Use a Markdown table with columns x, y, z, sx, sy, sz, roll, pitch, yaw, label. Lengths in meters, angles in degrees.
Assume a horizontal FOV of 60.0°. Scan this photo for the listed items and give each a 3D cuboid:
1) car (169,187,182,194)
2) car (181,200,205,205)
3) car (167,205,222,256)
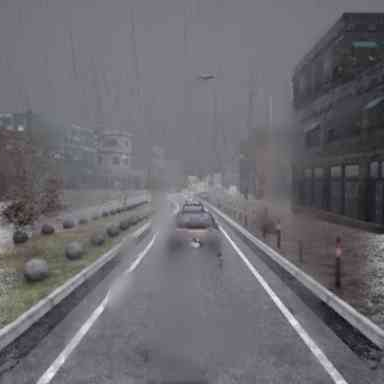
| x | y | z | sx | sy | sz | roll | pitch | yaw | label |
| --- | --- | --- | --- | --- | --- | --- | --- | --- | --- |
| -3.628 | -0.420 | 74.811 | 2.128 | 1.511 | 4.902 | 1 | 1 | 14 | car |
| 0.093 | 1.425 | 29.347 | 2.128 | 1.511 | 4.902 | 0 | 0 | 0 | car |
| 0.094 | 1.462 | 12.969 | 2.128 | 1.511 | 4.902 | 0 | 0 | 0 | car |
